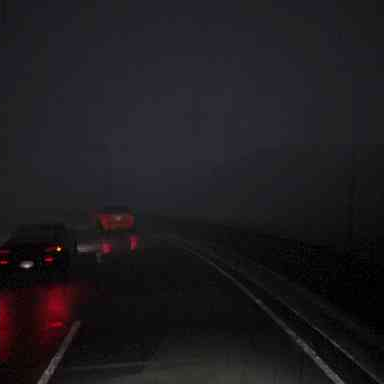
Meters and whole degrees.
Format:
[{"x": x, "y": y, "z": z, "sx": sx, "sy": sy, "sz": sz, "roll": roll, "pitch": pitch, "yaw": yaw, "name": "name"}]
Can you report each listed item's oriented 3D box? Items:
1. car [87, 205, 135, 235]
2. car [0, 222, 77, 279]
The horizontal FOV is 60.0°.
[{"x": -5.231, "y": 1.589, "z": 21.094, "sx": 2.097, "sy": 1.767, "sz": 4.553, "roll": -2, "pitch": 0, "yaw": -28, "name": "car"}, {"x": -4.813, "y": 1.698, "z": 10.729, "sx": 1.812, "sy": 1.442, "sz": 4.674, "roll": -1, "pitch": 0, "yaw": -15, "name": "car"}]
